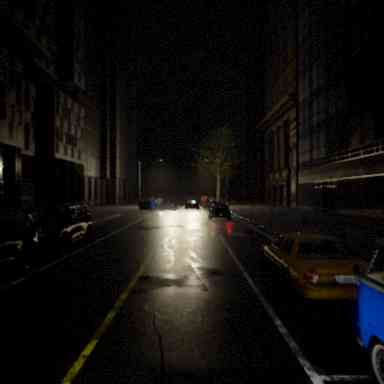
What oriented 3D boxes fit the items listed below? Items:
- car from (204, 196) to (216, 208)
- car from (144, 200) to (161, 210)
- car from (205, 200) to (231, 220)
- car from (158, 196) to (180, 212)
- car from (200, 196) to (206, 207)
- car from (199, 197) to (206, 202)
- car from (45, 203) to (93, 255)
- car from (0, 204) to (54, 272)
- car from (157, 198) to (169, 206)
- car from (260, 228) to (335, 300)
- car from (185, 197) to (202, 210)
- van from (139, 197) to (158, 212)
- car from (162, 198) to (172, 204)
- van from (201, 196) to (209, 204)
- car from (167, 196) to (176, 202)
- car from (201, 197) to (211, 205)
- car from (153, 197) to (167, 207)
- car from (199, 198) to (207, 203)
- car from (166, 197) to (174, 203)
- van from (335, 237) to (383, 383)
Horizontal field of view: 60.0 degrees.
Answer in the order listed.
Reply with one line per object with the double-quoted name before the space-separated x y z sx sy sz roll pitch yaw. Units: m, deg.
"car" 2.864 1.671 42.091 1.967 1.590 4.097 0 0 0
"car" -5.662 1.833 47.745 1.947 1.339 4.313 0 0 0
"car" 2.355 1.682 29.394 1.812 1.442 4.674 0 0 0
"car" -3.083 1.589 43.353 2.097 1.767 4.553 0 0 0
"car" 2.864 1.622 53.371 2.192 1.841 5.009 0 0 0
"car" 2.867 2.181 92.843 1.947 1.339 4.313 0 -1 0
"car" -5.665 1.395 13.916 2.192 1.841 5.009 0 0 0
"car" -5.665 1.364 8.275 2.192 1.841 5.009 0 0 0
"car" -5.660 1.936 64.662 1.887 1.381 4.507 0 0 0
"car" 2.861 1.575 8.423 1.752 1.417 4.829 0 0 0
"car" 0.011 1.837 48.497 1.994 1.385 4.181 0 0 0
"van" -5.661 1.572 42.108 1.690 1.788 3.998 0 0 0
"car" -5.659 2.057 75.939 1.802 1.307 4.206 0 0 0
"van" 2.867 1.816 75.928 1.690 1.788 3.998 0 0 0
"car" -5.659 1.931 92.856 2.192 1.841 5.009 0 -1 0
"car" 2.866 1.873 70.288 1.967 1.590 4.097 0 0 0
"car" -5.661 1.789 59.024 1.967 1.590 4.097 0 0 0
"car" 2.866 2.146 87.205 1.802 1.307 4.206 0 -1 0
"car" -5.659 2.088 87.047 1.752 1.417 4.829 0 0 0
"van" 2.860 1.358 2.612 1.690 1.788 3.998 0 0 0
